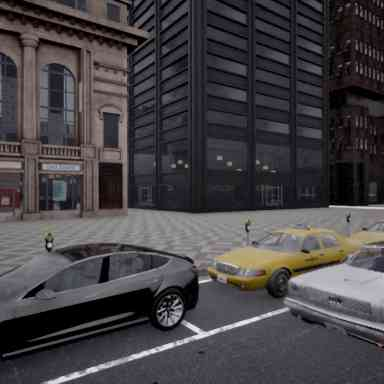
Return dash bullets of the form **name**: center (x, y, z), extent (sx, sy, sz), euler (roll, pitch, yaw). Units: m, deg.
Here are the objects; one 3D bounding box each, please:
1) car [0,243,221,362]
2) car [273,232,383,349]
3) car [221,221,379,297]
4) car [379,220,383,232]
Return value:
- **car**: center (-1.863, 1.566, 5.319), extent (4.313, 1.339, 1.947), euler (0, 0, -35)
- **car**: center (3.811, 1.603, 5.951), extent (4.718, 1.301, 1.895), euler (0, 0, -35)
- **car**: center (2.599, 1.528, 8.484), extent (4.829, 1.417, 1.752), euler (0, 0, -35)
- **car**: center (7.200, 1.530, 11.747), extent (4.829, 1.417, 1.752), euler (0, 0, -35)
